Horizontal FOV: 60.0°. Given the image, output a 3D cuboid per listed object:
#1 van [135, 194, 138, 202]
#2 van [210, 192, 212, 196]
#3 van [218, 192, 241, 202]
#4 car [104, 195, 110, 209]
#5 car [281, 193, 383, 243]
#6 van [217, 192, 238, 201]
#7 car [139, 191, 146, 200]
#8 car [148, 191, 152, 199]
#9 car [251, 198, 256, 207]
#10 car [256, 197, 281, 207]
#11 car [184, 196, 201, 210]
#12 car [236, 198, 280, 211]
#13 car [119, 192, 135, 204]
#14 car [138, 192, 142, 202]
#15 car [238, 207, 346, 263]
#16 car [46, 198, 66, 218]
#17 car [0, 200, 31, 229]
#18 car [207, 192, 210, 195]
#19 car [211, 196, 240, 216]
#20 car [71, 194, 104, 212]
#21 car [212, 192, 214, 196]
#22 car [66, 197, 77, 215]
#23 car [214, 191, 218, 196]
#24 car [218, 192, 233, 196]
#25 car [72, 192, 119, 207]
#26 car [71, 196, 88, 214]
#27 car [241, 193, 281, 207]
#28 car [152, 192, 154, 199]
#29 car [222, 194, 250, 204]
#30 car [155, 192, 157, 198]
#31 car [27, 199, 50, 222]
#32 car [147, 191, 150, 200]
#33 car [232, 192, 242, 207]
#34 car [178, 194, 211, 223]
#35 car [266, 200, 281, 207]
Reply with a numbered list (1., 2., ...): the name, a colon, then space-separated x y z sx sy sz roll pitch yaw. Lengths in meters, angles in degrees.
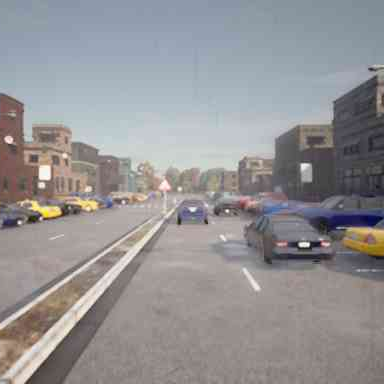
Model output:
1. van: -12.845 1.003 61.533 4.442 1.987 1.878 0 0 0
2. van: 7.555 0.924 85.177 4.442 1.987 1.878 0 0 0
3. van: 7.370 1.013 65.875 4.442 1.987 1.878 0 0 0
4. car: -12.685 1.319 39.298 4.892 1.521 2.231 0 0 0
5. car: 7.581 1.149 16.236 5.566 2.045 2.435 0 0 0
6. van: 7.590 0.984 71.391 4.442 1.987 1.878 0 0 0
7. car: -12.553 1.200 67.093 5.366 1.575 1.946 0 0 0
8. car: -12.730 1.015 80.987 4.553 1.767 2.185 0 0 0
9. car: 7.580 1.412 27.266 4.674 1.452 2.002 0 0 0
10. car: 7.583 1.377 24.509 5.008 1.535 2.097 0 0 0
11. car: 0.026 1.341 41.250 1.882 1.535 5.008 0 0 -1
12. car: 7.557 1.389 38.298 4.674 1.452 2.002 0 0 0
13. car: -12.713 1.254 55.975 4.892 1.521 2.231 0 0 0
14. car: -12.736 1.256 64.314 4.674 1.452 2.002 0 0 0
15. car: 3.080 1.486 11.656 2.033 1.411 5.357 0 0 0
16. car: -12.877 1.362 25.410 5.366 1.575 1.946 0 0 0
17. car: -12.671 1.414 19.852 4.792 1.488 2.163 0 0 0
18. car: 7.460 0.889 87.935 5.566 2.045 2.435 0 0 0
19. car: 3.032 1.390 31.126 1.837 1.490 4.892 0 0 0
20. car: -12.692 1.328 36.518 5.008 1.535 2.097 0 0 0
21. car: 7.464 1.237 74.149 4.674 1.452 2.002 0 0 0
22. car: -12.717 1.385 28.188 4.792 1.488 2.163 0 0 0
23. car: 7.522 1.002 63.117 5.566 2.045 2.435 0 0 0
24. car: 7.542 1.042 54.843 5.566 2.045 2.435 0 0 0
25. car: -12.668 1.057 42.076 5.566 2.045 2.435 0 0 0
26. car: -12.689 1.347 30.843 5.008 1.535 2.097 0 0 0
27. car: 7.537 1.236 32.781 4.553 1.767 2.185 0 0 0
28. car: -12.735 1.006 83.767 4.553 1.767 2.185 0 0 0
29. car: 7.538 1.155 57.479 4.553 1.767 2.185 0 0 0
30. car: -12.769 1.117 89.326 4.892 1.521 2.231 0 0 0
31. car: -12.666 1.404 22.630 4.792 1.488 2.163 0 0 0
32. car: -12.748 1.164 75.433 5.008 1.535 2.097 0 0 0
33. car: 7.533 1.104 35.539 5.566 2.045 2.435 0 0 0
34. car: 0.049 1.249 24.454 2.097 1.767 4.553 0 0 0
35. car: 7.598 1.424 21.752 4.674 1.452 2.002 0 0 0
